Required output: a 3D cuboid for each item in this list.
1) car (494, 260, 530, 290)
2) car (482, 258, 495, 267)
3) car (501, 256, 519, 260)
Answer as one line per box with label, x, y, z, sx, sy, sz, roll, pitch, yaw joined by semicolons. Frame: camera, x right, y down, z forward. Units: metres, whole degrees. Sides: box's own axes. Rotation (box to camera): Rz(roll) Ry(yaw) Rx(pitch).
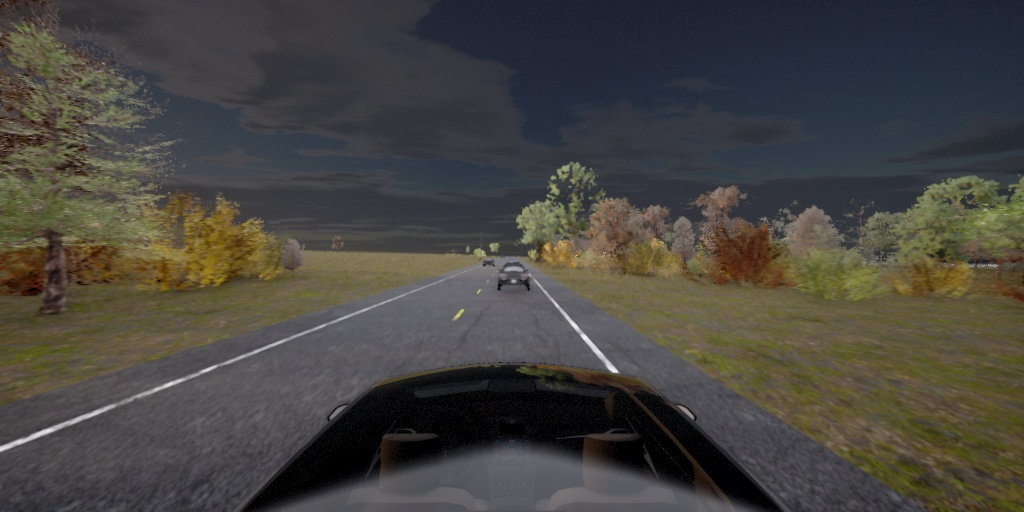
car;0.093;1.150;21.335;1.812;1.442;4.674;0;0;0
car;-3.549;0.958;55.573;2.033;1.411;5.357;0;0;1
car;0.087;1.003;39.368;2.128;1.511;4.902;0;0;0
